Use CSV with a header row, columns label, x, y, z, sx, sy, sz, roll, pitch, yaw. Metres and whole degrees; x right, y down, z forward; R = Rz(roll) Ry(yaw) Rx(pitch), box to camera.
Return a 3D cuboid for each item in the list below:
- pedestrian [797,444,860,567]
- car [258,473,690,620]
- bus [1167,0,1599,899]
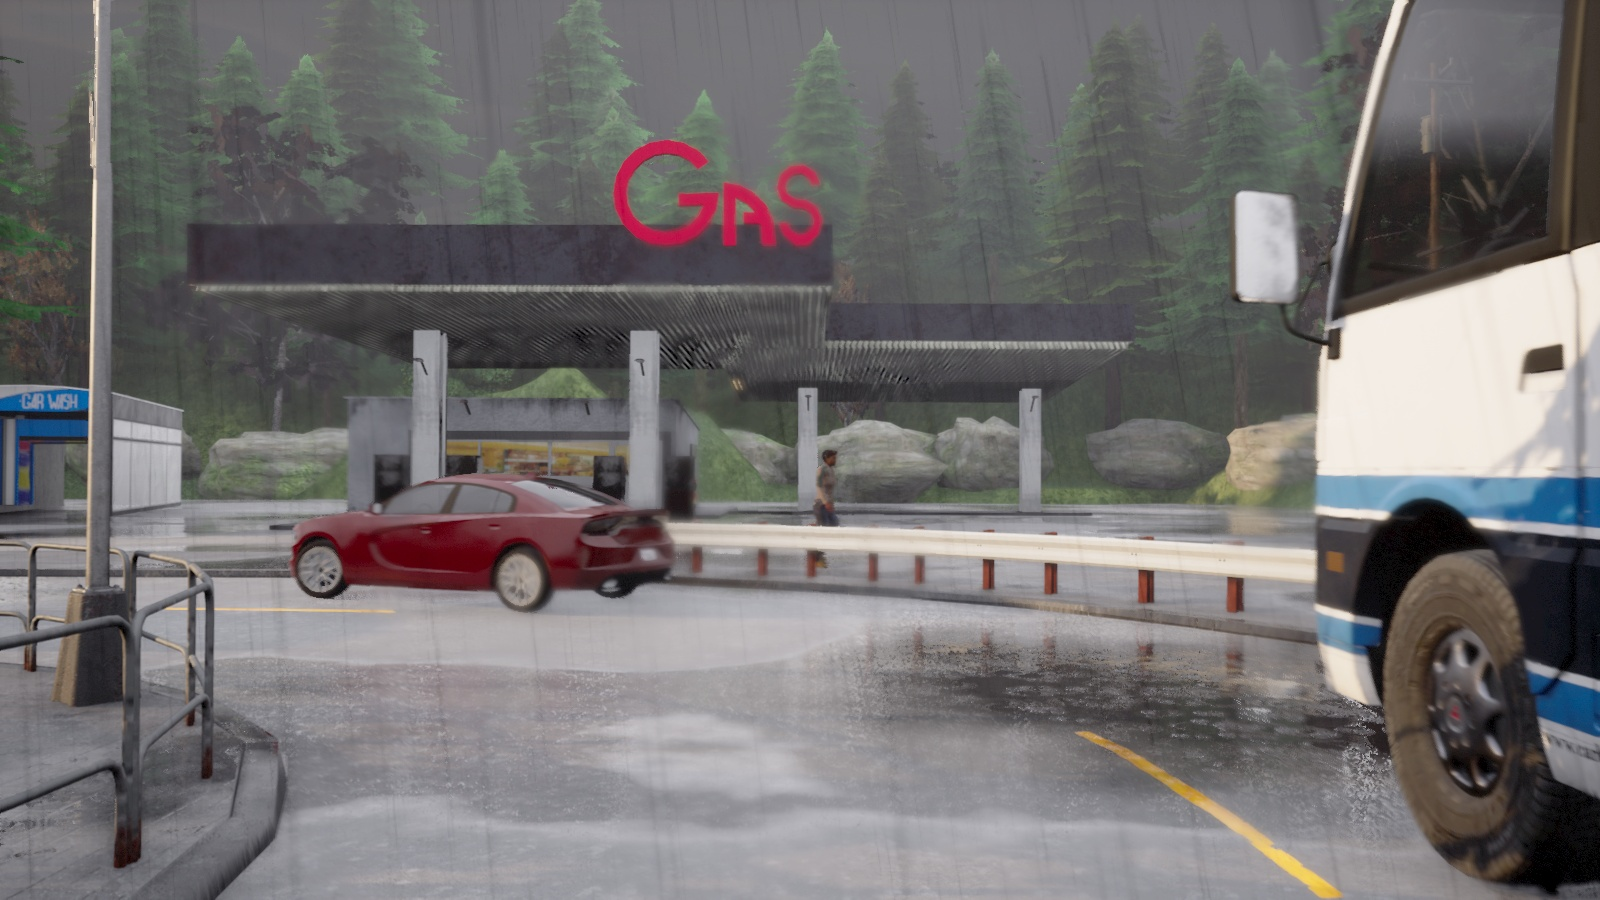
label,x,y,z,sx,sy,sz,roll,pitch,yaw
pedestrian,0.425,0.825,18.737,0.869,1.805,0.328,-1,-1,23
car,-3.963,1.054,15.113,5.008,1.535,1.882,-1,-1,26
bus,4.022,-0.547,1.936,3.944,4.253,10.273,0,-1,0
